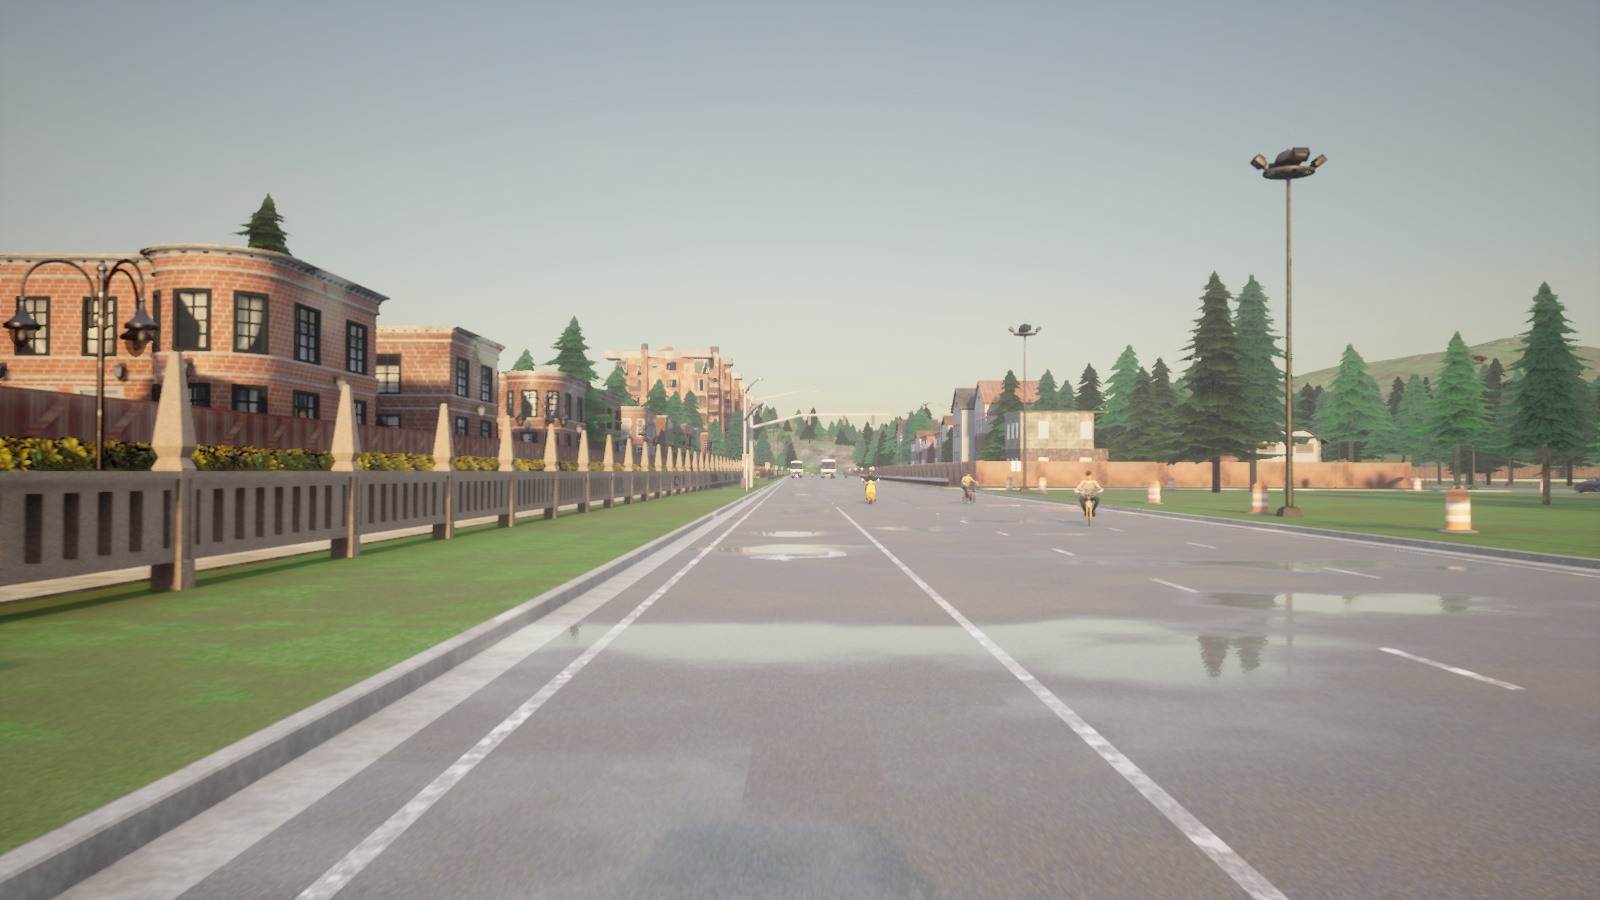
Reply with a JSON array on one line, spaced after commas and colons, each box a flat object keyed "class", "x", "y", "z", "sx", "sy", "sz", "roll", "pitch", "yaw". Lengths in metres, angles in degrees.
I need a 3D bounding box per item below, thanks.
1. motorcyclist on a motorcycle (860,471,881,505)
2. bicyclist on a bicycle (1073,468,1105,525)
[{"class": "motorcyclist on a motorcycle", "x": 3.356, "y": 1.772, "z": 59.673, "sx": 0.866, "sy": 1.590, "sz": 1.817, "roll": 0, "pitch": -1, "yaw": 0}, {"class": "bicyclist on a bicycle", "x": 8.360, "y": 1.338, "z": 36.335, "sx": 0.866, "sy": 1.612, "sz": 1.509, "roll": 0, "pitch": -1, "yaw": 13}]
